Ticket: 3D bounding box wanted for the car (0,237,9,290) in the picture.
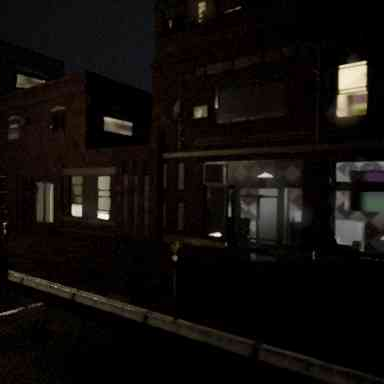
[{"bbox_3d":[-5.853,1.255,7.030,5.009,1.841,2.192,0,1,36],"label":"car"}]
